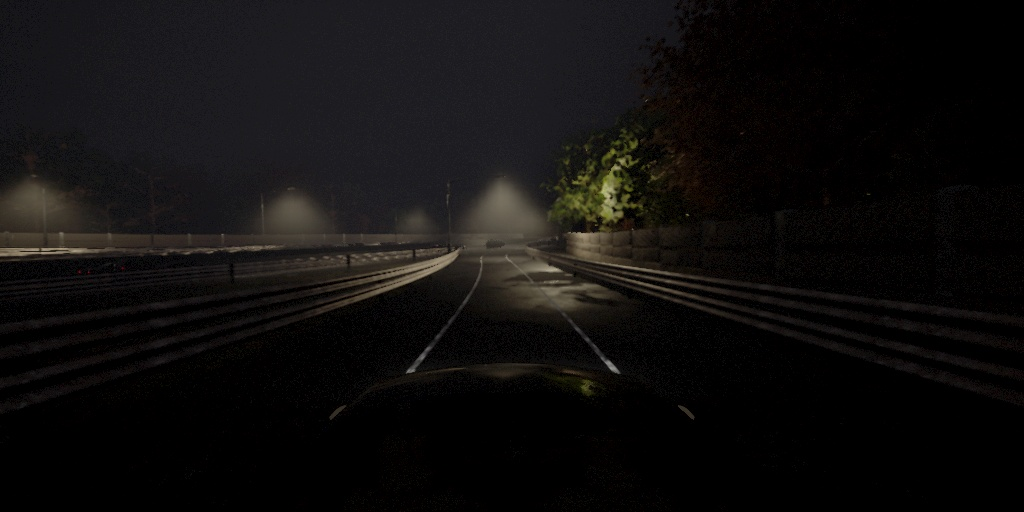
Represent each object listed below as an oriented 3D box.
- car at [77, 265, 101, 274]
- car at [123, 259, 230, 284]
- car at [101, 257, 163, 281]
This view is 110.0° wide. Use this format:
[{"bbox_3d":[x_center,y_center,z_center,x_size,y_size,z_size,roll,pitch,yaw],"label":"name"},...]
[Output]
[{"bbox_3d":[-30.054,1.048,28.018,1.895,1.301,4.718,1,4,21],"label":"car"},{"bbox_3d":[-23.442,1.093,25.707,2.033,1.411,5.357,1,4,21],"label":"car"},{"bbox_3d":[-26.762,0.851,26.810,2.097,1.767,4.553,1,4,21],"label":"car"}]
